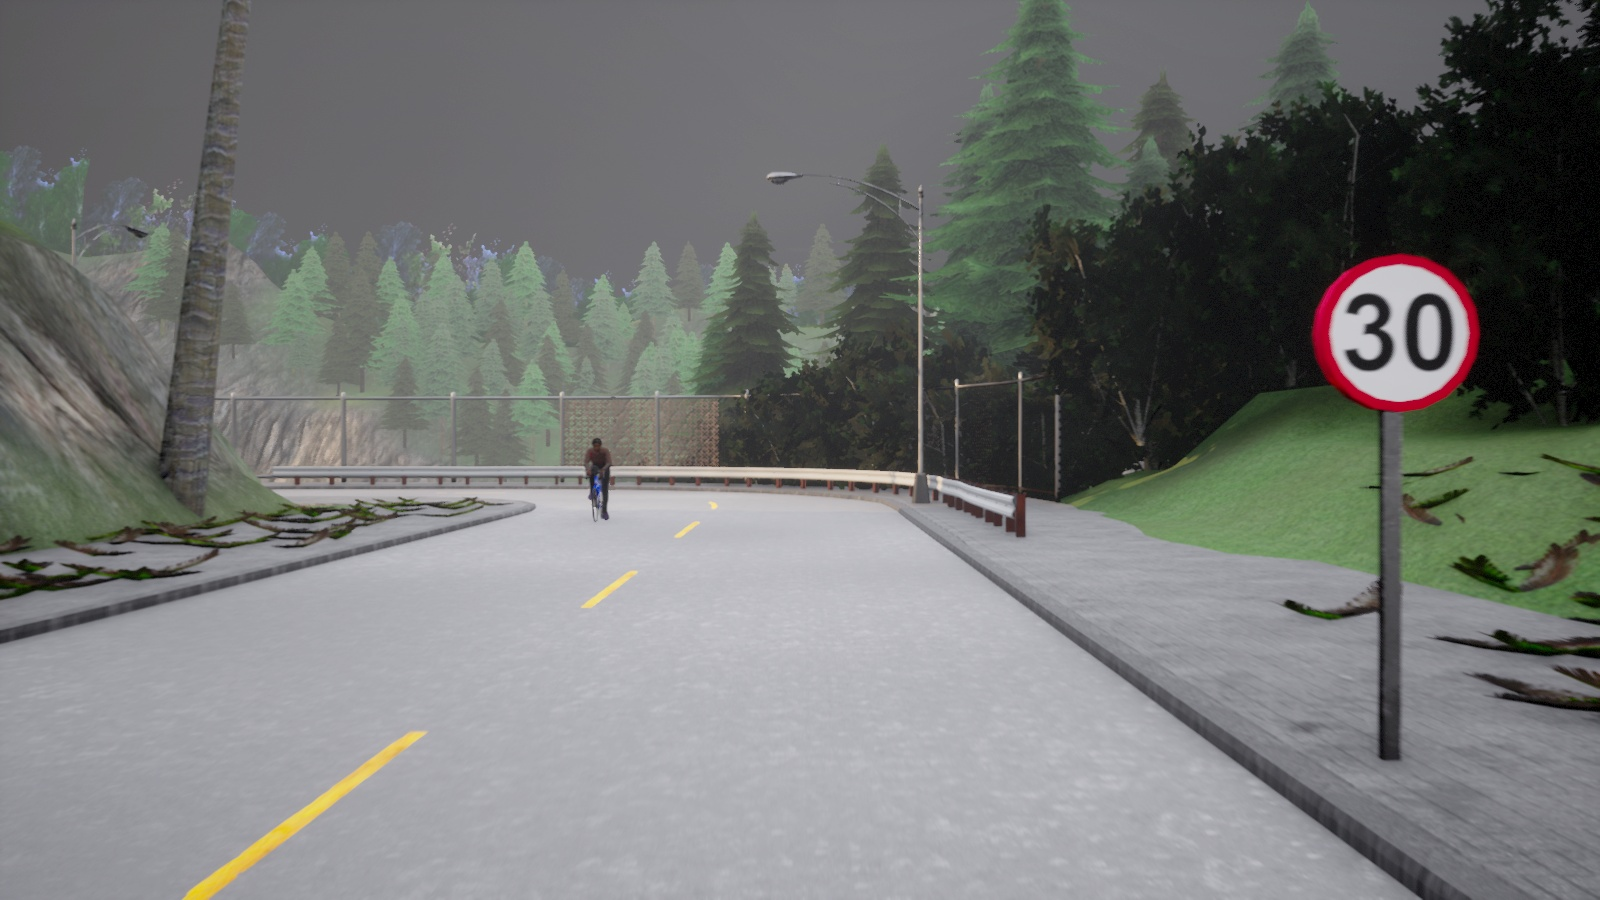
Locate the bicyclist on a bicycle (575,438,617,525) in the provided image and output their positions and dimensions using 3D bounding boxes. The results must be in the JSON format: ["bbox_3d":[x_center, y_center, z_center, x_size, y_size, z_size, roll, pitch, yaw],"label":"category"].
[{"bbox_3d":[-3.929,0.587,24.316,0.582,1.620,1.656,0,1,-2],"label":"bicyclist on a bicycle"}]
